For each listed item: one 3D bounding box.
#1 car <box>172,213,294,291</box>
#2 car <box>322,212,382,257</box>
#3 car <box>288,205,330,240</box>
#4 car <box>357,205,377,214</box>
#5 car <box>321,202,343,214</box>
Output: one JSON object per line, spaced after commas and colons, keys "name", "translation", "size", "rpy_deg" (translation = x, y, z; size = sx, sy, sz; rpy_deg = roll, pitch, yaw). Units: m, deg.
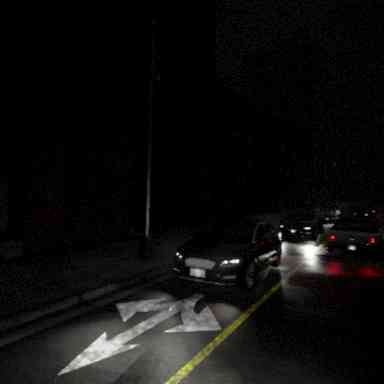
{"name": "car", "translation": [1.237, 1.502, 9.345], "size": [2.128, 1.511, 4.902], "rpy_deg": [2, 0, 27]}
{"name": "car", "translation": [6.899, 1.767, 14.056], "size": [1.895, 1.301, 4.718], "rpy_deg": [2, 0, 29]}
{"name": "car", "translation": [6.023, 1.636, 18.064], "size": [1.837, 1.490, 4.892], "rpy_deg": [2, 1, 29]}
{"name": "car", "translation": [19.158, 2.090, 36.428], "size": [1.895, 1.301, 4.718], "rpy_deg": [2, 0, 29]}
{"name": "car", "translation": [11.986, 1.640, 28.981], "size": [2.097, 1.767, 4.553], "rpy_deg": [2, 0, 27]}
